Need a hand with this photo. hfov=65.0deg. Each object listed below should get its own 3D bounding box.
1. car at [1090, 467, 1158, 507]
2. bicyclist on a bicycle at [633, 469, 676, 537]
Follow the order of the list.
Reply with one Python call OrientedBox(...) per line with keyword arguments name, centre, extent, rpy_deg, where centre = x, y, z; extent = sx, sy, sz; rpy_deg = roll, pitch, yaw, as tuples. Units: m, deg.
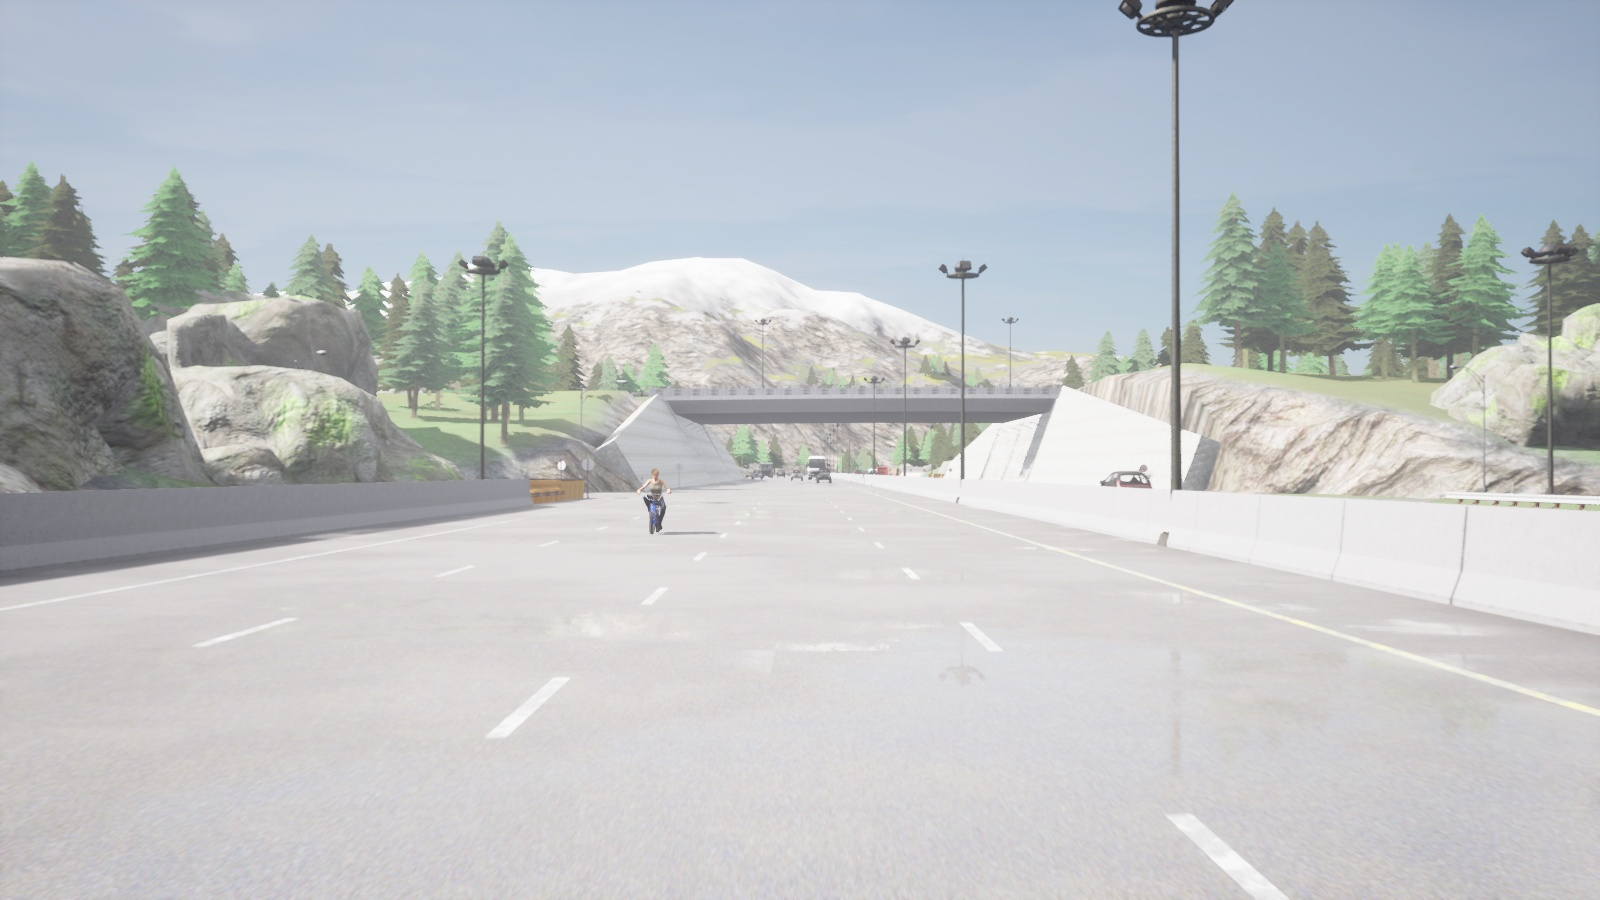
OrientedBox(name="car", centre=(13.869, 1.560, 53.921), extent=(1.851, 1.617, 3.988), rpy_deg=(0, -1, 0))
OrientedBox(name="bicyclist on a bicycle", centre=(-3.539, 1.278, 30.634), extent=(0.866, 1.612, 1.509), rpy_deg=(0, -1, 1))
